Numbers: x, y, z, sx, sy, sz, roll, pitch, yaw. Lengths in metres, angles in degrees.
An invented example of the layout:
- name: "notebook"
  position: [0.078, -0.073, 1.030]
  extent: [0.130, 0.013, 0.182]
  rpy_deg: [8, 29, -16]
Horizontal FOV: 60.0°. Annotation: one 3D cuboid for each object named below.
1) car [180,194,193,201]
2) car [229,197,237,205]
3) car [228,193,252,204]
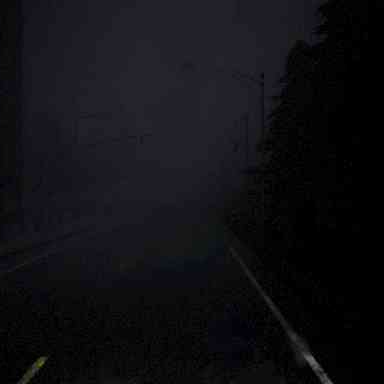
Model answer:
- name: "car"
  position: [-0.924, 1.546, 80.525]
  extent: [2.033, 1.411, 5.357]
  rpy_deg: [0, 0, -7]
- name: "car"
  position: [8.858, 1.176, 55.908]
  extent: [4.605, 1.855, 1.932]
  rpy_deg: [0, 0, -1]
- name: "car"
  position: [8.444, 1.179, 58.418]
  extent: [3.866, 1.878, 1.905]
  rpy_deg: [0, 0, -1]
